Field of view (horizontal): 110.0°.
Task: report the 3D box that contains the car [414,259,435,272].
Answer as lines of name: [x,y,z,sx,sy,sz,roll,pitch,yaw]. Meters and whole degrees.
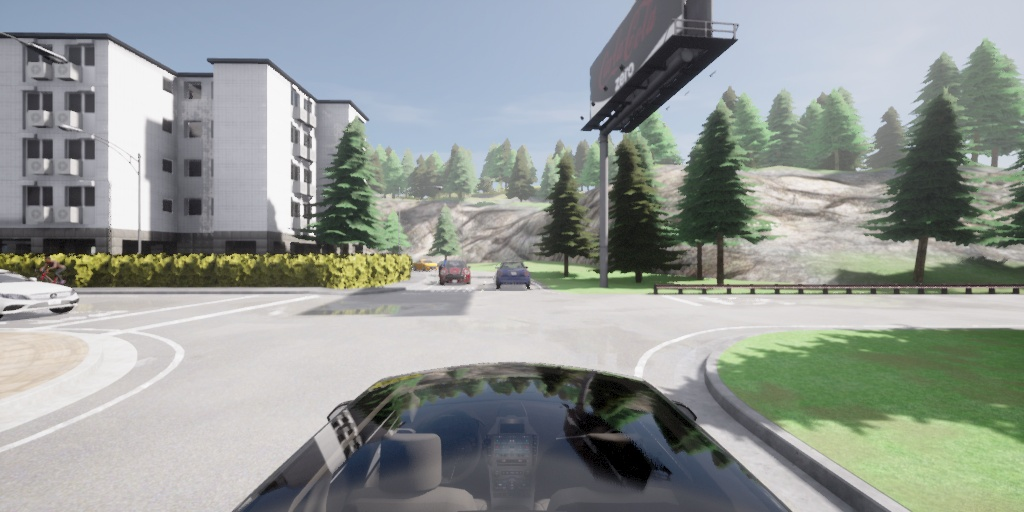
car: [-11.053,1.195,46.055,1.882,1.535,5.008,0,0,-34]

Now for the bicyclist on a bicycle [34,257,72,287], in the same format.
bicyclist on a bicycle: [-23.004,0.863,17.921,0.582,1.620,1.656,0,0,-1]

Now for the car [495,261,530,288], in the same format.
car: [-0.019,1.086,23.519,2.097,1.767,4.553,0,0,-3]

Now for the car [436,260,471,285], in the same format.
car: [-4.024,1.084,25.750,2.097,1.767,4.553,0,0,-7]

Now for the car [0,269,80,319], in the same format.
car: [-15.820,1.093,10.545,4.674,1.442,1.812,0,0,-1]
